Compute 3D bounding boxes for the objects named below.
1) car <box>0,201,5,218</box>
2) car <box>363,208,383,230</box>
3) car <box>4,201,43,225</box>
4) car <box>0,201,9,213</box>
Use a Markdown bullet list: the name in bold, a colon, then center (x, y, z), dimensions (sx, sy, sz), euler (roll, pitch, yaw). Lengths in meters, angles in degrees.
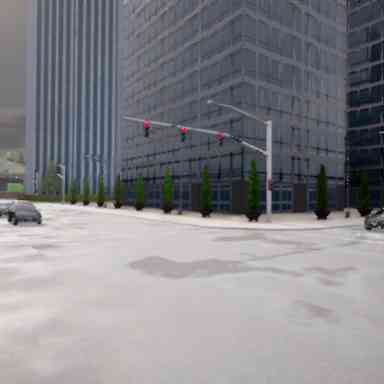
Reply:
- **car**: center (-18.139, 1.665, 32.826), dimensions (2.128, 1.511, 4.902), euler (1, -1, -36)
- **car**: center (13.325, 1.789, 22.079), dimensions (4.892, 1.490, 1.837), euler (1, -1, -35)
- **car**: center (-12.793, 1.652, 25.396), dimensions (1.837, 1.490, 4.892), euler (1, -1, -36)
- **car**: center (-23.906, 1.803, 40.855), dimensions (1.895, 1.301, 4.718), euler (1, -1, -36)
